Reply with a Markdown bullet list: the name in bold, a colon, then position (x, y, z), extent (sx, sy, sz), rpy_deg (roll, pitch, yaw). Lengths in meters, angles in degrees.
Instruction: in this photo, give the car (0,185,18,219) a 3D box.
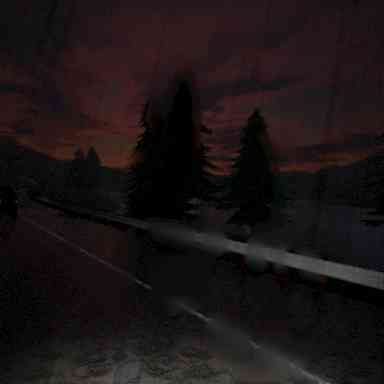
- **car**: position (-12.359, 0.560, 20.830), extent (2.150, 2.045, 5.566), rpy_deg (2, 1, -34)
